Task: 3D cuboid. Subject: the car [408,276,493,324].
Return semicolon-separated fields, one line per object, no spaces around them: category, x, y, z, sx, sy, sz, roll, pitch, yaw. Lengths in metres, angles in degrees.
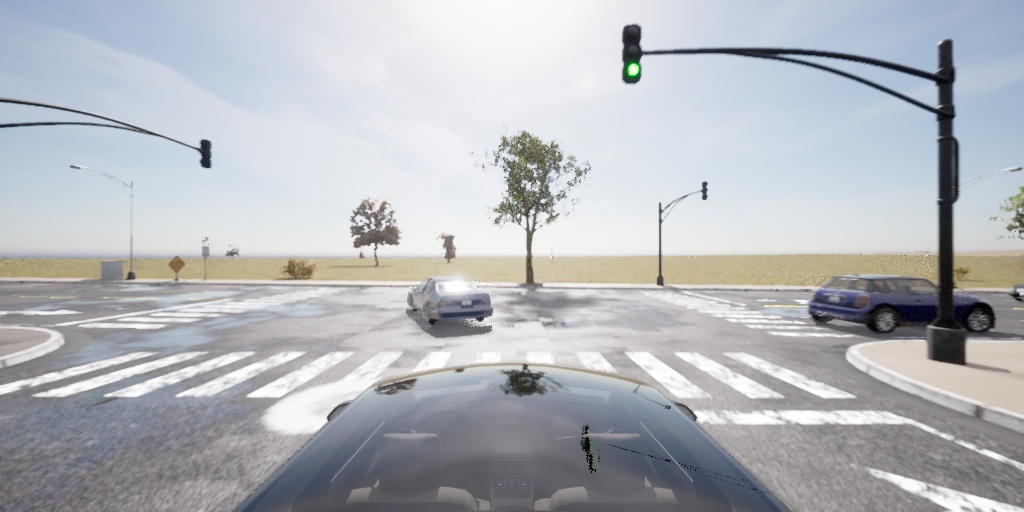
car;-2.366;1.418;12.631;2.033;1.411;5.357;0;-1;-25

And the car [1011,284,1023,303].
car;27.946;1.674;17.758;4.902;1.511;2.128;0;0;1

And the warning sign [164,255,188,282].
warning sign;-23.461;0.860;25.078;1.060;1.860;1.300;0;0;1

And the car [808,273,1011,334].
car;12.224;1.386;11.399;4.553;1.767;2.097;0;0;-4
